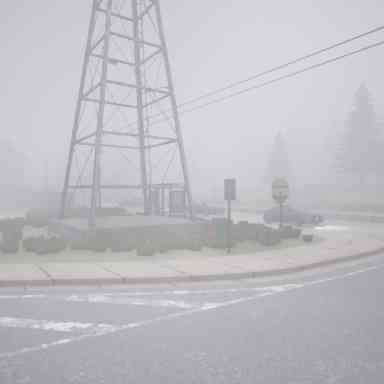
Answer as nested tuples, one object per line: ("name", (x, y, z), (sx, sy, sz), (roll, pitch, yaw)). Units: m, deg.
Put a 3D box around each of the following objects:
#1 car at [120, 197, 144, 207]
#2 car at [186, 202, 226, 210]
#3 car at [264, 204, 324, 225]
("car", (-8.022, 1.485, 47.359), (5.008, 1.535, 1.882), (0, 0, 17))
("car", (1.222, 1.608, 31.756), (1.895, 1.301, 4.718), (0, 0, -34))
("car", (6.986, 1.570, 23.301), (1.994, 1.385, 4.181), (0, 0, -35))
